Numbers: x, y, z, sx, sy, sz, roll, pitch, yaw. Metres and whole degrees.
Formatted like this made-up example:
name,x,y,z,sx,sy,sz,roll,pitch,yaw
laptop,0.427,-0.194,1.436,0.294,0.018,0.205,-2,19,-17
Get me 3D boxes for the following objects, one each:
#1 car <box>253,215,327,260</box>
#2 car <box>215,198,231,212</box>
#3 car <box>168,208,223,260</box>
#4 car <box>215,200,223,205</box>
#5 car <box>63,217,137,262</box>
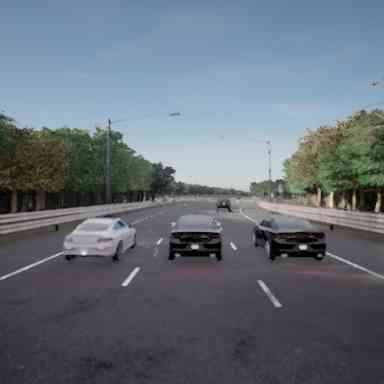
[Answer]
name,x,y,z,sx,sy,sz,roll,pitch,yaw
car,3.654,1.656,13.249,1.882,1.535,5.008,0,0,1
car,4.657,1.858,49.735,2.150,2.045,5.566,0,-1,3
car,0.155,1.655,13.305,1.882,1.535,5.008,0,0,1
car,7.492,2.775,91.992,1.895,1.301,4.718,0,-1,5
car,-3.357,1.694,12.782,1.812,1.442,4.674,0,-1,1
